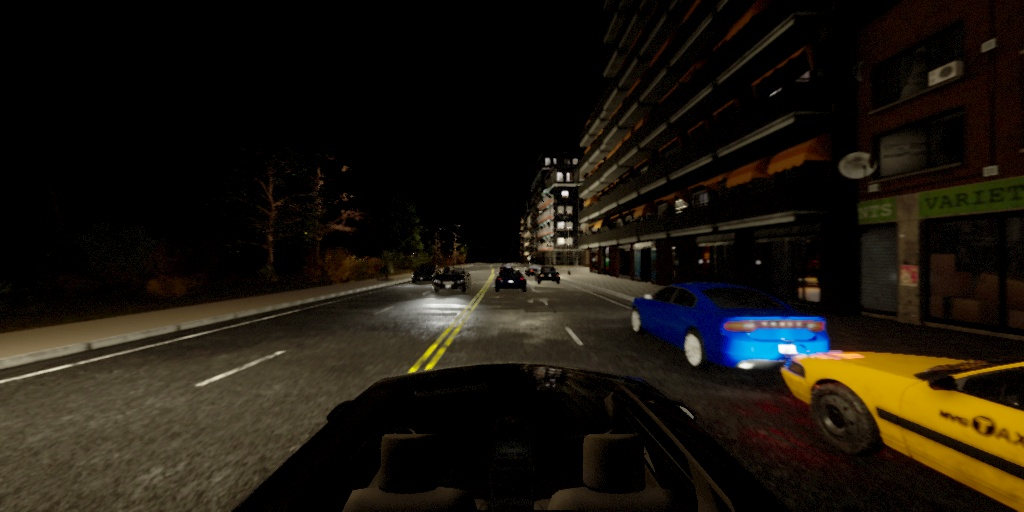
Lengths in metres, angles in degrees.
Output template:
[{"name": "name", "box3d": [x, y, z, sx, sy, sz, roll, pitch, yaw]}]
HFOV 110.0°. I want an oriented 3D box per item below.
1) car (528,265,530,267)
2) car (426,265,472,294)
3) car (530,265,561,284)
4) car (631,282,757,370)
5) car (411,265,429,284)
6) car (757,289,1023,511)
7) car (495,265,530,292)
[{"name": "car", "box3d": [2.606, 1.690, 41.167, 2.033, 1.411, 5.357, 0, -1, -2]}, {"name": "car", "box3d": [-3.527, 1.425, 22.074, 2.128, 1.511, 4.902, 0, -1, -1]}, {"name": "car", "box3d": [2.929, 1.583, 30.353, 2.033, 1.411, 5.357, 0, -1, -1]}, {"name": "car", "box3d": [4.213, 1.301, 7.973, 1.882, 1.535, 5.008, 0, -1, 0]}, {"name": "car", "box3d": [-6.938, 1.503, 29.696, 1.837, 1.490, 4.892, 0, -1, -1]}, {"name": "car", "box3d": [4.224, 1.223, 2.131, 1.801, 1.575, 5.366, 0, -1, 0]}, {"name": "car", "box3d": [-0.102, 1.522, 23.517, 1.994, 1.385, 4.181, 0, -1, -1]}]
